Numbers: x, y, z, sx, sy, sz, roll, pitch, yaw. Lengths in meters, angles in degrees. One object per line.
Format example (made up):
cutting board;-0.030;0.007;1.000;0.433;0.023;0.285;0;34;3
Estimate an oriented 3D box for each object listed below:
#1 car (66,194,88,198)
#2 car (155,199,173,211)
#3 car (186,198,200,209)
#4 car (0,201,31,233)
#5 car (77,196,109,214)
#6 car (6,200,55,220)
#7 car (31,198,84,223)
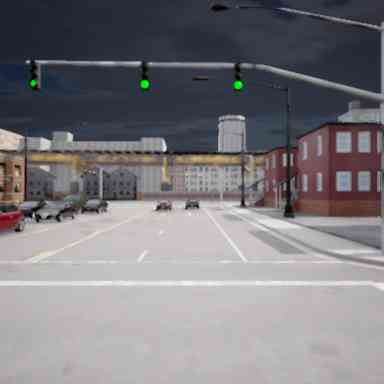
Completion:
car;-14.061;1.269;40.159;2.150;2.045;5.566;0;0;0
car;-3.395;1.573;41.194;1.812;1.442;4.674;0;0;0
car;0.138;1.578;45.672;1.812;1.442;4.674;0;0;3
car;-10.589;1.373;17.111;2.097;1.767;4.553;0;0;0
car;-10.577;1.520;36.500;1.882;1.535;5.008;0;0;0
car;-14.091;1.513;29.434;1.882;1.535;5.008;0;0;0
car;-10.595;1.522;26.259;2.128;1.511;4.902;0;0;0
